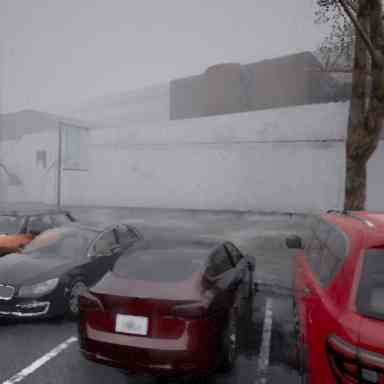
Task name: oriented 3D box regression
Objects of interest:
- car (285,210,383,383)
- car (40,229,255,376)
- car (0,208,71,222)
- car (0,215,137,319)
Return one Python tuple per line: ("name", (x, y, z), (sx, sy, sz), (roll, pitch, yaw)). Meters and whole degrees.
("car", (2.418, 1.236, 4.106), (2.435, 2.045, 5.566), (0, -1, 15))
("car", (-0.036, 1.503, 5.839), (2.163, 1.488, 4.792), (0, -1, 15))
("car", (-4.924, 1.325, 9.308), (2.185, 1.767, 4.553), (1, -1, 15))
("car", (-2.482, 1.463, 7.548), (2.231, 1.521, 4.892), (1, 0, 15))
